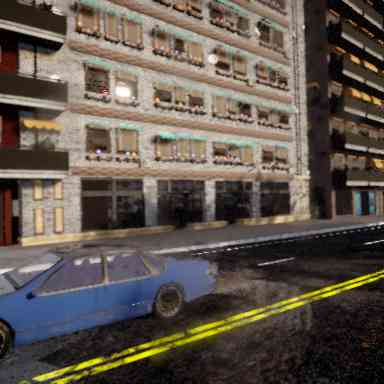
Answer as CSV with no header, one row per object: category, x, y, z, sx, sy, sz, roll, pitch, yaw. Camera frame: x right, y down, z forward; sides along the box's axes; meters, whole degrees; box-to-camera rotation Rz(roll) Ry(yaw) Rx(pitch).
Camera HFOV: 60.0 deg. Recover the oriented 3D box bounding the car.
car,-2.024,1.736,6.216,5.357,1.411,2.033,0,-2,-36
